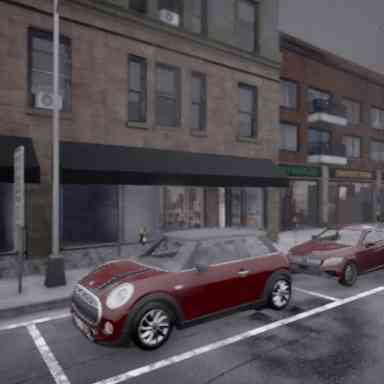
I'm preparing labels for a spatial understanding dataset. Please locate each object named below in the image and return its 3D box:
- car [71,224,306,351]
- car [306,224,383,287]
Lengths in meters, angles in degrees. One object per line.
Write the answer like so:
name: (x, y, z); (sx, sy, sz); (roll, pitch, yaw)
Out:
car: (-0.053, 1.447, 6.150); (4.097, 1.590, 1.967); (0, 0, -36)
car: (4.439, 1.600, 9.355); (4.206, 1.307, 1.802); (0, 0, -36)
